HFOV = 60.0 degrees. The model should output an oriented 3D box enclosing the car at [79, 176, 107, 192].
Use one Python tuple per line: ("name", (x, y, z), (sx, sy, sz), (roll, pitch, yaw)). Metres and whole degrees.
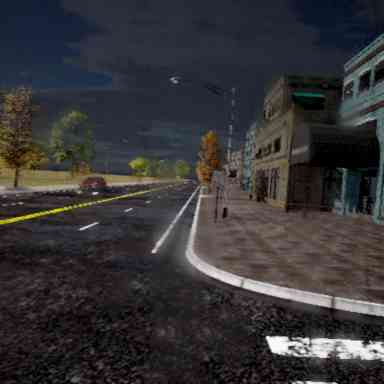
("car", (-11.431, -1.031, 38.696), (2.097, 1.767, 4.553), (4, 2, 2))
